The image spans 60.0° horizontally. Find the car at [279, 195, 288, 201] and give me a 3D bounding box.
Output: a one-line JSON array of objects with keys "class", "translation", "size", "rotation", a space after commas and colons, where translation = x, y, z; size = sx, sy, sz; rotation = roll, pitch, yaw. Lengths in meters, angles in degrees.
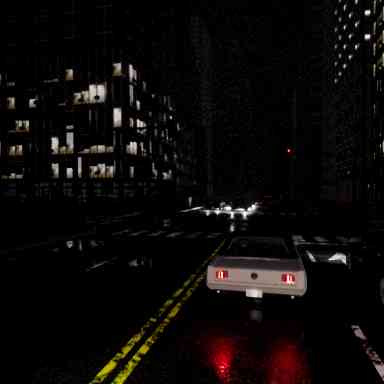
[{"class": "car", "translation": [21.873, 1.355, 79.809], "size": [1.895, 1.301, 4.718], "rotation": [0, 0, 13]}]

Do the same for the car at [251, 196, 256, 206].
[{"class": "car", "translation": [8.013, 1.460, 49.733], "size": [2.128, 1.511, 4.902], "rotation": [0, 0, 13]}]

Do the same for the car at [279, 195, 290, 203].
[{"class": "car", "translation": [19.479, 1.474, 69.640], "size": [2.033, 1.411, 5.357], "rotation": [0, 0, 13]}]

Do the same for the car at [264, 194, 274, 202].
[{"class": "car", "translation": [16.418, 1.530, 70.821], "size": [1.895, 1.301, 4.718], "rotation": [0, 0, 13]}]

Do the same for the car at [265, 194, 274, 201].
[{"class": "car", "translation": [18.703, 1.286, 80.526], "size": [2.128, 1.511, 4.902], "rotation": [0, 0, 13]}]

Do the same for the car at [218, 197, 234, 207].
[{"class": "car", "translation": [5.454, 1.567, 53.040], "size": [1.895, 1.301, 4.718], "rotation": [0, 0, 13]}]

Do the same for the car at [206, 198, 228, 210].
[{"class": "car", "translation": [3.125, 1.524, 43.174], "size": [2.033, 1.411, 5.357], "rotation": [0, 0, 13]}]

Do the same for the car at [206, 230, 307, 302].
[{"class": "car", "translation": [1.702, 1.597, 8.344], "size": [1.895, 1.301, 4.718], "rotation": [0, 0, 14]}]

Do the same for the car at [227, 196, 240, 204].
[{"class": "car", "translation": [7.885, 1.460, 63.169], "size": [1.837, 1.490, 4.892], "rotation": [0, 0, 14]}]

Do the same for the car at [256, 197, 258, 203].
[{"class": "car", "translation": [10.351, 1.559, 59.539], "size": [1.895, 1.301, 4.718], "rotation": [0, 0, 14]}]

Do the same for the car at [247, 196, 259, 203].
[{"class": "car", "translation": [12.822, 1.485, 69.733], "size": [2.033, 1.411, 5.357], "rotation": [0, 0, 13]}]

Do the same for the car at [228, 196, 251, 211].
[{"class": "car", "translation": [5.893, 1.503, 40.731], "size": [1.812, 1.442, 4.674], "rotation": [0, 0, 13]}]

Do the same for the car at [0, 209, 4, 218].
[{"class": "car", "translation": [-17.326, 1.435, 26.672], "size": [4.313, 1.339, 1.947], "rotation": [1, 1, 14]}]

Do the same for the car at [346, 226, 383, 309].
[{"class": "car", "translation": [4.832, 1.501, 7.441], "size": [1.837, 1.490, 4.892], "rotation": [0, 0, 13]}]
